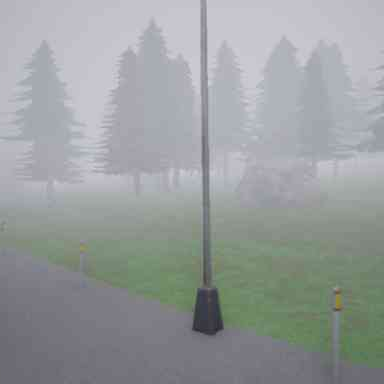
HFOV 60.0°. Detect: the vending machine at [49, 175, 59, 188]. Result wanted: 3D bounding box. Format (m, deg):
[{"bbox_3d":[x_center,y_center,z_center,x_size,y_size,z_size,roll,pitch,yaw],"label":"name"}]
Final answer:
[{"bbox_3d":[-23.337,-1.739,56.076,1.100,2.100,0.880,-7,-2,7],"label":"vending machine"}]
